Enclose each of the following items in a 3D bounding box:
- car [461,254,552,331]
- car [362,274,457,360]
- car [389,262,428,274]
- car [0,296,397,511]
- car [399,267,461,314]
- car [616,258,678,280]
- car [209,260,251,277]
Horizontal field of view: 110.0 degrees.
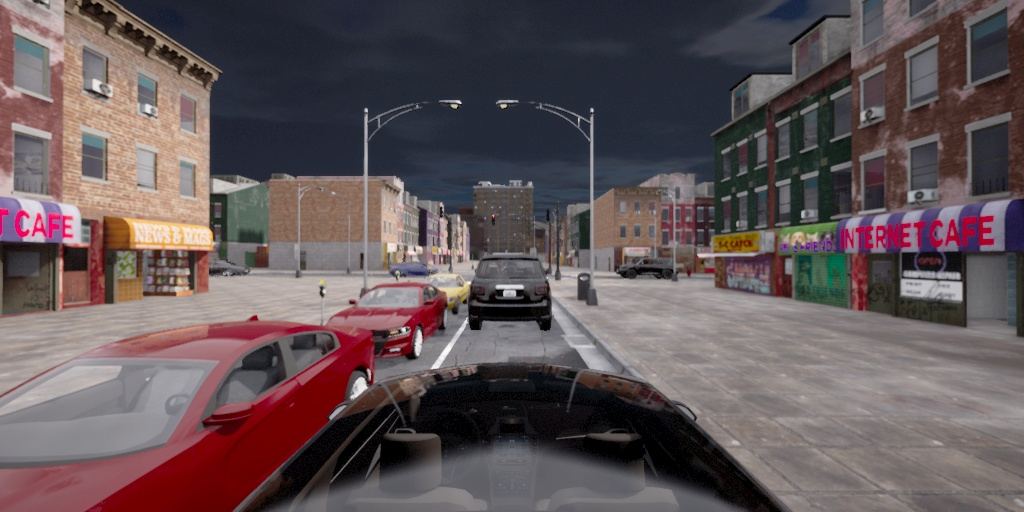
[{"bbox_3d":[-0.029,0.973,11.081,2.150,2.045,5.566,0,0,1],"label":"car"},{"bbox_3d":[-2.638,1.296,8.392,1.888,1.381,4.507,0,0,0],"label":"car"},{"bbox_3d":[-8.310,1.240,31.401,4.674,1.442,1.812,0,0,-6],"label":"car"},{"bbox_3d":[-2.637,1.295,2.897,1.888,1.381,4.507,0,0,0],"label":"car"},{"bbox_3d":[-2.638,1.278,13.715,1.751,1.417,4.829,0,0,0],"label":"car"},{"bbox_3d":[12.814,1.159,34.071,5.566,2.045,2.150,1,0,0],"label":"car"},{"bbox_3d":[-25.326,1.096,30.919,4.892,1.490,1.837,0,0,0],"label":"car"}]
